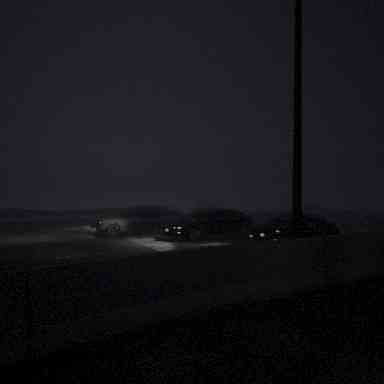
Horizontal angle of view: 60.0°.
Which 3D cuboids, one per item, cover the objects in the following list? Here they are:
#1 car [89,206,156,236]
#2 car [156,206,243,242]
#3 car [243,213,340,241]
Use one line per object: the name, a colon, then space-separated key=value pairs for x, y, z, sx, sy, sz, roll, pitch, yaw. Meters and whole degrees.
car: x=-3.172 y=1.631 z=18.499 sx=4.718 sy=1.301 sz=1.895 roll=1 pitch=0 yaw=-32
car: x=0.910 y=1.561 z=16.892 sx=4.892 sy=1.490 sz=1.837 roll=1 pitch=0 yaw=-31
car: x=4.698 y=1.643 z=15.068 sx=4.181 sy=1.385 sz=1.994 roll=1 pitch=0 yaw=-30
